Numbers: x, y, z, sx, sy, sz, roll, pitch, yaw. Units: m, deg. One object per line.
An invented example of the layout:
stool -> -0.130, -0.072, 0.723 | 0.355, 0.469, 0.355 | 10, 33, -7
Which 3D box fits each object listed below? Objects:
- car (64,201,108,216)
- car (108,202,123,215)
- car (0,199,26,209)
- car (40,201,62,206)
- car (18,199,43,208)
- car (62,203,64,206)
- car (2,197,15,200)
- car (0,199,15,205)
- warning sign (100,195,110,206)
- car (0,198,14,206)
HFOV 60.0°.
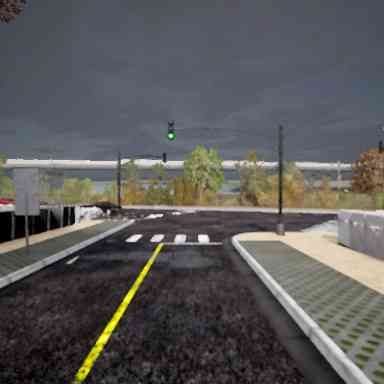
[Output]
car -> -11.886, 2.016, 37.104 | 4.674, 1.442, 1.812 | -1, 1, 38
car -> -10.402, 1.883, 40.047 | 5.008, 1.535, 1.882 | -1, 1, 36
car -> -32.463, 2.155, 60.193 | 4.902, 1.511, 2.128 | -1, 1, 36
car -> -19.207, 1.943, 42.417 | 4.553, 1.767, 2.097 | -1, 1, 36
car -> -30.551, 2.075, 62.818 | 4.902, 1.511, 2.128 | -1, 1, 36
car -> -17.949, 2.110, 45.532 | 4.718, 1.301, 1.895 | -1, 1, 36
car -> -28.755, 1.884, 53.426 | 5.566, 2.045, 2.150 | -1, 1, 36
car -> -28.859, 2.219, 49.460 | 4.902, 1.511, 2.128 | -1, 1, 36
warning sign -> -14.269, 1.387, 54.541 | 1.060, 1.860, 1.300 | 1, 1, 36
car -> -38.992, 2.078, 68.941 | 4.892, 1.490, 1.837 | -1, 1, 36
